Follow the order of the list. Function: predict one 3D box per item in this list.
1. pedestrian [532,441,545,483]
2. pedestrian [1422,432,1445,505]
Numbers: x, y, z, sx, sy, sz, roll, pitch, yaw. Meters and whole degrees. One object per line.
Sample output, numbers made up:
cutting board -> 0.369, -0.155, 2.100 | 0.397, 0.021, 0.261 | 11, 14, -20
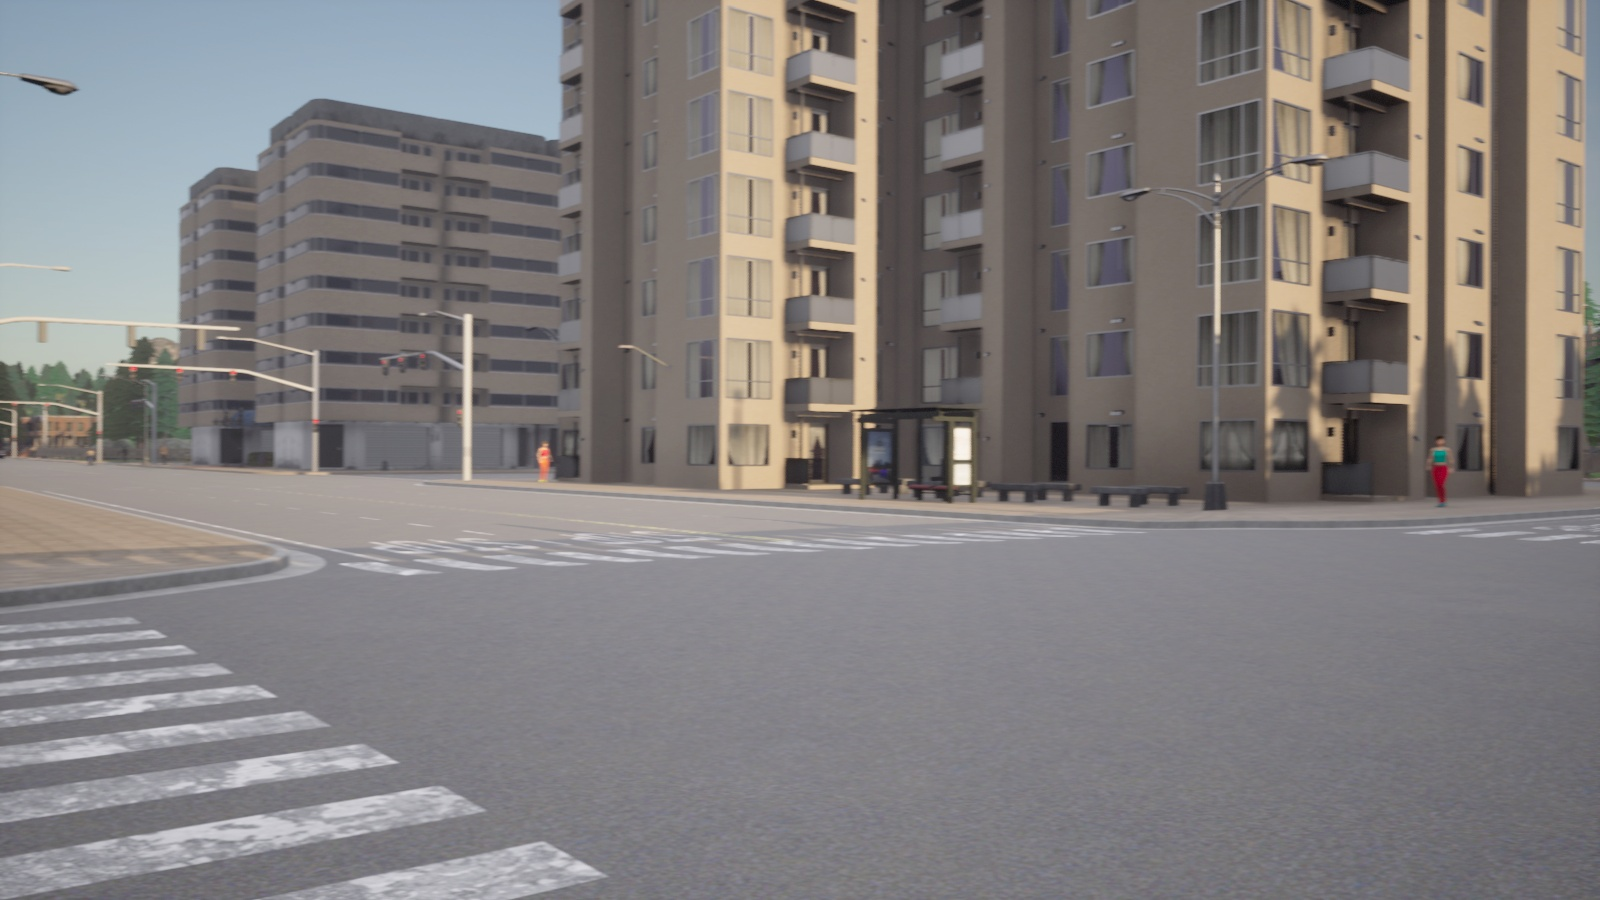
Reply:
pedestrian -> -11.498, 0.539, 55.206 | 0.345, 1.836, 0.594 | 0, 0, -31
pedestrian -> 16.065, 0.457, 31.833 | 0.594, 1.836, 0.345 | 0, 0, -44
